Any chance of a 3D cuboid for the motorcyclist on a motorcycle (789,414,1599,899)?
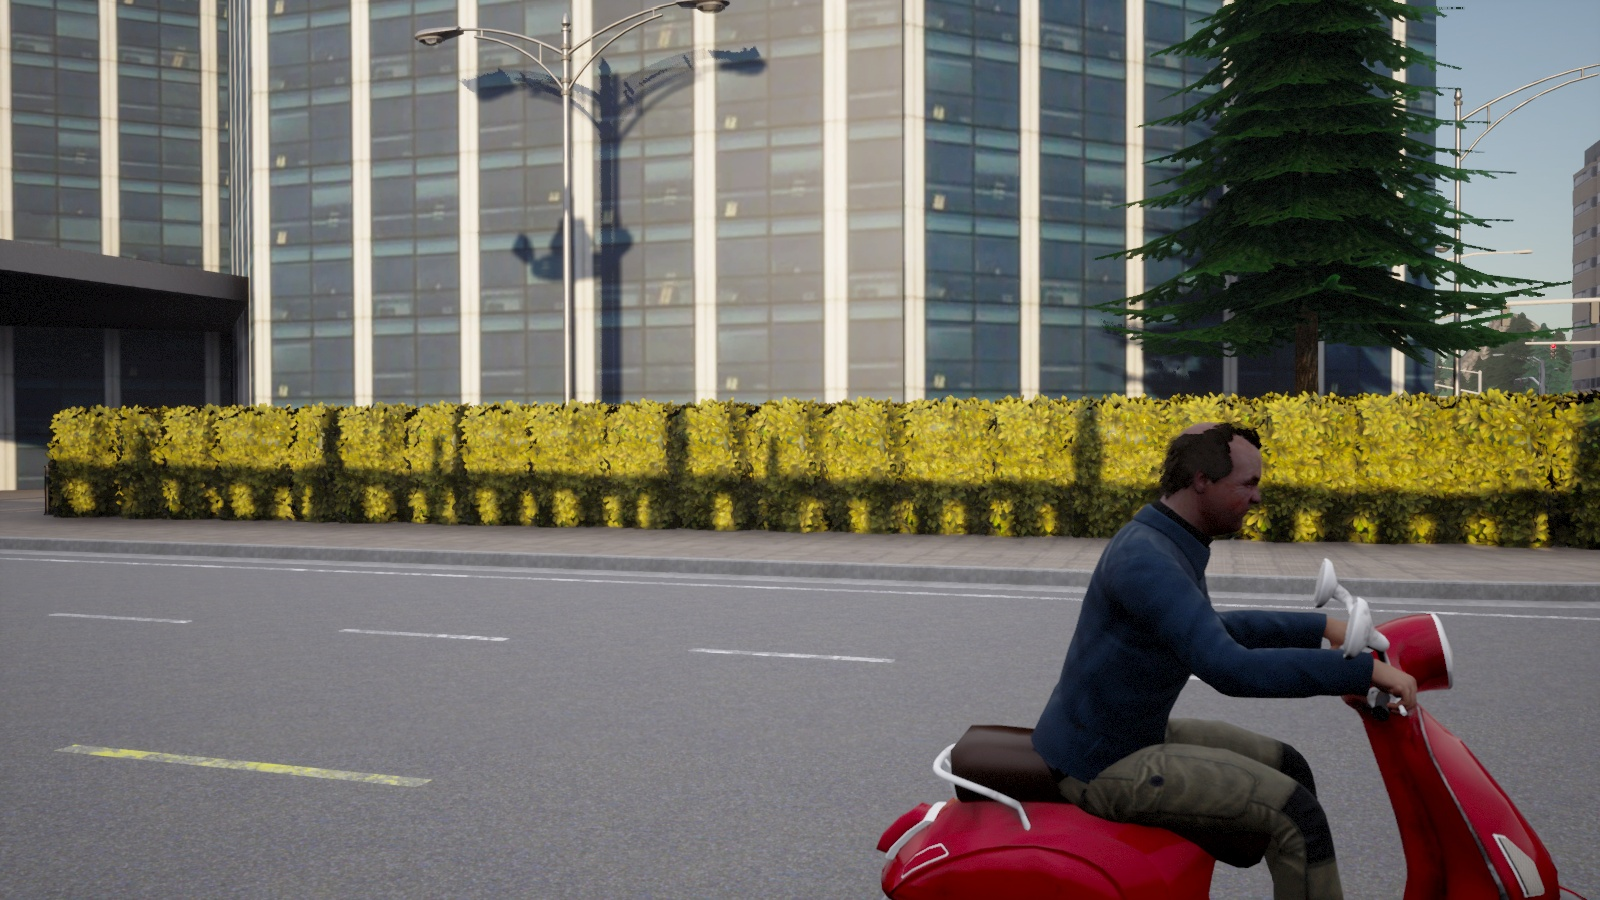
[{"bbox_3d":[0.992,0.736,2.869,1.817,1.590,0.866,-1,0,18],"label":"motorcyclist on a motorcycle"}]
